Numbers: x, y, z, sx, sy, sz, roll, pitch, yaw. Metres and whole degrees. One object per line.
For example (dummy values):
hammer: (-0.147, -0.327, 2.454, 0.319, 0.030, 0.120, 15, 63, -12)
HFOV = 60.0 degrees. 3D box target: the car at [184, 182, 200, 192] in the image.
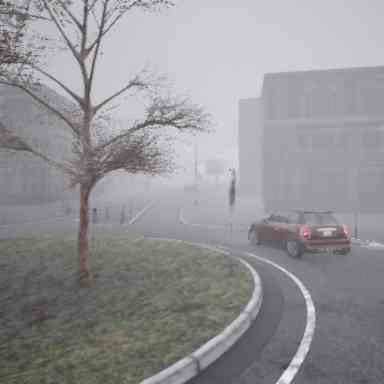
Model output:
car: (0.032, -0.945, 58.188, 1.837, 1.490, 4.892, 0, 6, 16)

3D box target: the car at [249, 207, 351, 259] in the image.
car: (4.008, 1.425, 13.206, 2.097, 1.767, 4.553, 0, 0, -14)
